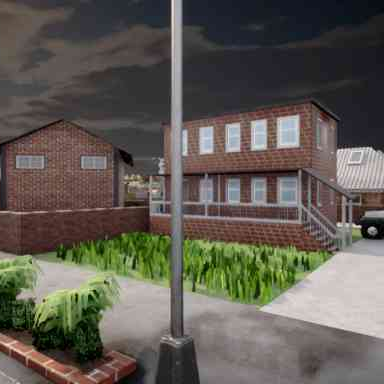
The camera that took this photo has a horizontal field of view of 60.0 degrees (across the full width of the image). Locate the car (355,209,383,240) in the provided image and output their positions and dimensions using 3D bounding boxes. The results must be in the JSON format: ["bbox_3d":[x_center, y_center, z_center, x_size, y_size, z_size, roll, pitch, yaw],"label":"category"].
[{"bbox_3d":[8.443,0.973,12.627,3.866,1.878,1.905,0,0,36],"label":"car"}]
